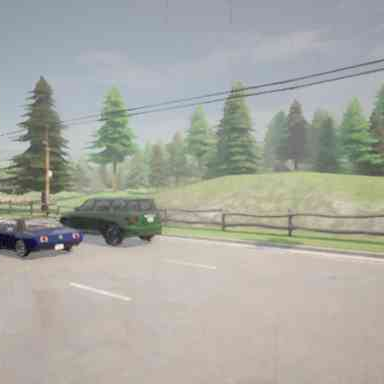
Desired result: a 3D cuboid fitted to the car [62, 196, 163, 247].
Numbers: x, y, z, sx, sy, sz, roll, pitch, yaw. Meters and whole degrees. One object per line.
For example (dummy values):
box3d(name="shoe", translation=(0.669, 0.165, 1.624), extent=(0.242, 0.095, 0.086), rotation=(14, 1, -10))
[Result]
box3d(name="car", translation=(-3.873, 1.220, 15.272), extent=(5.566, 2.045, 2.150), rotation=(0, 0, 36))

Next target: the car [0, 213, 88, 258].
box3d(name="car", translation=(-6.356, 1.597, 12.752), extent=(4.718, 1.301, 1.895), rotation=(0, 0, 36))
